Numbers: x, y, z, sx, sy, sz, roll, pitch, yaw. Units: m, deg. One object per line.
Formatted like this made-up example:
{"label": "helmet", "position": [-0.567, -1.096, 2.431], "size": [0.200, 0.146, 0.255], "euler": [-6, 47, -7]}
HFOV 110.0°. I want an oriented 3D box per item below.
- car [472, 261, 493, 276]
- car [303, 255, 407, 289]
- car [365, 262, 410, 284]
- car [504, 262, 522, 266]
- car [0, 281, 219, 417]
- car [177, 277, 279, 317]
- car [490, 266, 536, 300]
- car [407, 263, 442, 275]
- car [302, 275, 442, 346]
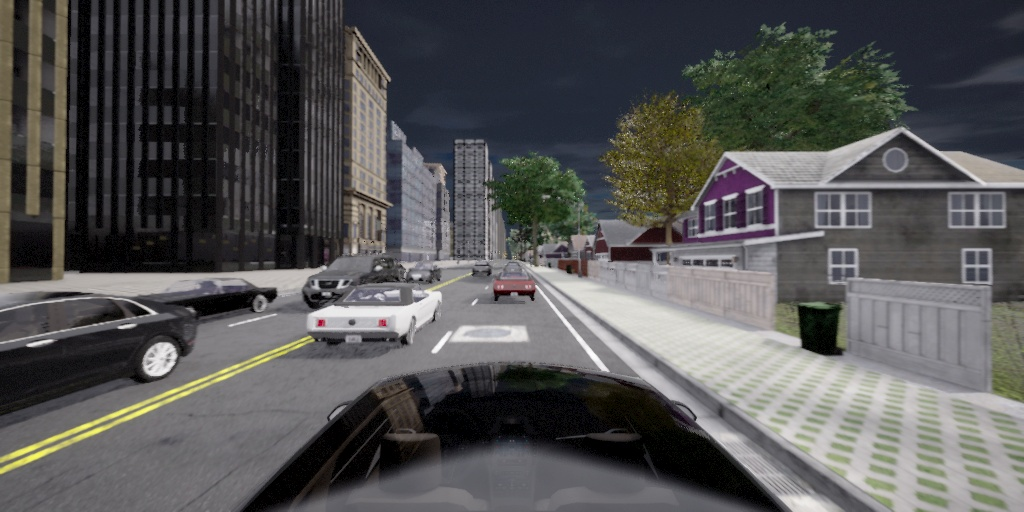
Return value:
{"label": "car", "position": [-3.130, 1.293, 38.231], "size": [2.128, 1.511, 4.902], "euler": [0, 0, 0]}
{"label": "car", "position": [-6.493, 0.985, 15.321], "size": [2.150, 2.045, 5.566], "euler": [0, 0, 0]}
{"label": "car", "position": [-9.736, 1.288, 28.441], "size": [1.837, 1.490, 4.892], "euler": [0, 0, 0]}
{"label": "car", "position": [0.109, 1.367, 38.793], "size": [1.994, 1.385, 4.181], "euler": [0, 0, 0]}
{"label": "car", "position": [-6.557, 1.259, 4.383], "size": [1.837, 1.490, 4.892], "euler": [0, 0, 0]}
{"label": "car", "position": [-9.747, 1.361, 11.272], "size": [1.895, 1.301, 4.718], "euler": [0, 0, 0]}
{"label": "car", "position": [0.108, 1.368, 17.655], "size": [1.895, 1.301, 4.718], "euler": [0, 0, 0]}
{"label": "car", "position": [-6.500, 1.273, 26.863], "size": [2.128, 1.511, 4.902], "euler": [0, 0, 0]}
{"label": "car", "position": [-3.147, 1.359, 9.361], "size": [1.895, 1.301, 4.718], "euler": [0, 0, 0]}
